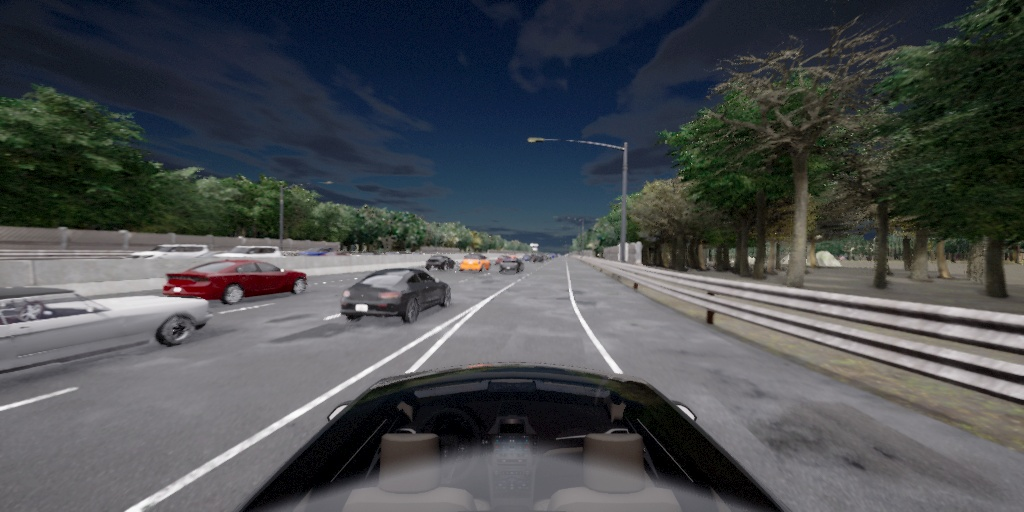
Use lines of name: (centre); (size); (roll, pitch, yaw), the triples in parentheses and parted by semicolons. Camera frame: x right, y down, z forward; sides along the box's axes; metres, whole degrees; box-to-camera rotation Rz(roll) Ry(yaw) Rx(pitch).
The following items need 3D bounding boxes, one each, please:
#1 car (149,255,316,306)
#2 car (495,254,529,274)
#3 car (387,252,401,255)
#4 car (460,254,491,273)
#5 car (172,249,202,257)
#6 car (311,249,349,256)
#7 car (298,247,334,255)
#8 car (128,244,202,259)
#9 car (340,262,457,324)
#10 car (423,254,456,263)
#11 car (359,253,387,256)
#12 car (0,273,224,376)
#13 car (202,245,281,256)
car: (-10.070, 0.875, 13.624); (1.882, 1.535, 5.008); (1, 1, 8)
car: (0.028, 0.844, 34.100); (2.128, 1.511, 4.902); (1, 1, 8)
car: (-20.679, 0.086, 61.716); (2.128, 1.511, 4.902); (1, 1, 9)
car: (-3.439, 0.626, 34.560); (2.097, 1.767, 4.553); (1, 1, 8)
car: (-25.358, 0.398, 30.442); (1.812, 1.442, 4.674); (1, 1, 9)
car: (-23.011, 0.203, 46.186); (1.882, 1.535, 5.008); (1, 1, 9)
car: (-26.196, -0.148, 48.336); (2.150, 2.045, 5.566); (1, 1, 9)
car: (-28.872, 0.020, 30.551); (2.150, 2.045, 5.566); (1, 1, 9)
car: (-3.367, 1.093, 11.111); (1.812, 1.442, 4.674); (1, 1, 8)
car: (-6.897, 0.702, 35.118); (1.837, 1.490, 4.892); (1, 1, 8)
car: (-19.177, 0.285, 48.101); (1.837, 1.490, 4.892); (1, 1, 9)
car: (-7.702, 1.145, 5.716); (1.895, 1.301, 4.718); (1, 1, 8)
car: (-21.906, 0.172, 29.847); (2.150, 2.045, 5.566); (1, 1, 9)
